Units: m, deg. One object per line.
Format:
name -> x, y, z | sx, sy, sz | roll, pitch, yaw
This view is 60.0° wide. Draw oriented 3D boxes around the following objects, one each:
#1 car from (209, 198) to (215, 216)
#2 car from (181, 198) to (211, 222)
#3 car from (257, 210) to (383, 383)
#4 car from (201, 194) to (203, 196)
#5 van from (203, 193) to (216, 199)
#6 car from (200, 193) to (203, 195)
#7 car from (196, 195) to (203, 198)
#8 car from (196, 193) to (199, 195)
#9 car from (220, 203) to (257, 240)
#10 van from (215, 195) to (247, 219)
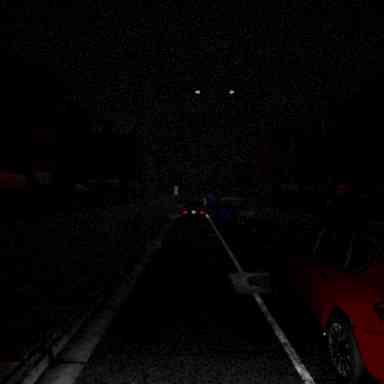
car -> 2.653, 1.459, 27.358 | 1.947, 1.339, 4.313 | 1, 0, 0
car -> 0.106, 1.446, 25.610 | 2.033, 1.411, 5.357 | 0, 0, 0
car -> 2.652, 1.294, 5.194 | 2.192, 1.841, 5.009 | 1, 0, 0
car -> 2.658, 1.343, 49.690 | 1.752, 1.417, 4.829 | 1, 0, 0
van -> 2.659, 1.176, 43.978 | 1.690, 1.788, 3.998 | 1, 0, 0
car -> 2.660, 1.243, 55.060 | 1.967, 1.590, 4.097 | 1, 0, 0
car -> 0.108, 1.443, 41.601 | 1.895, 1.301, 4.718 | 0, 0, 0
car -> 2.667, 1.263, 87.617 | 1.752, 1.417, 4.829 | 1, 0, 0
car -> 2.651, 1.480, 16.276 | 1.887, 1.381, 4.507 | 1, 0, 0
van -> 2.655, 1.255, 21.816 | 1.690, 1.788, 3.998 | 1, 0, 0
